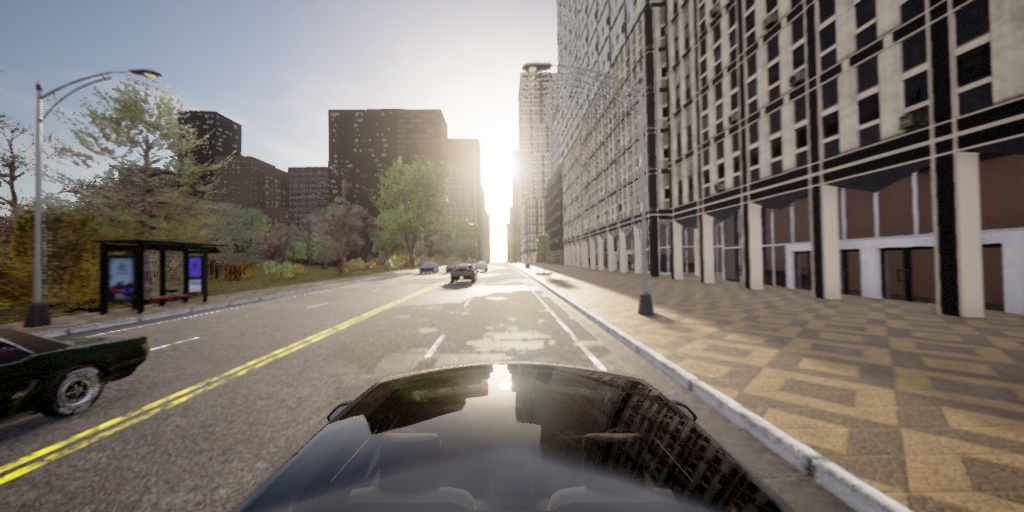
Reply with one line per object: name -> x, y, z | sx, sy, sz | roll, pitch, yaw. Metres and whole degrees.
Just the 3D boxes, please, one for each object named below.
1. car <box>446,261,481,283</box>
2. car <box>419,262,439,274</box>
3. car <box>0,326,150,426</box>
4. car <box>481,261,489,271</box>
car -> -3.861, 1.363, 29.315 | 1.837, 1.490, 4.892 | -1, 0, -2
car -> -10.996, 1.532, 47.931 | 1.882, 1.535, 5.008 | -1, -1, -1
car -> -6.574, 1.461, 3.347 | 1.895, 1.301, 4.718 | -1, 0, -2
car -> -4.545, 1.497, 53.463 | 1.812, 1.442, 4.674 | -1, 0, -2
